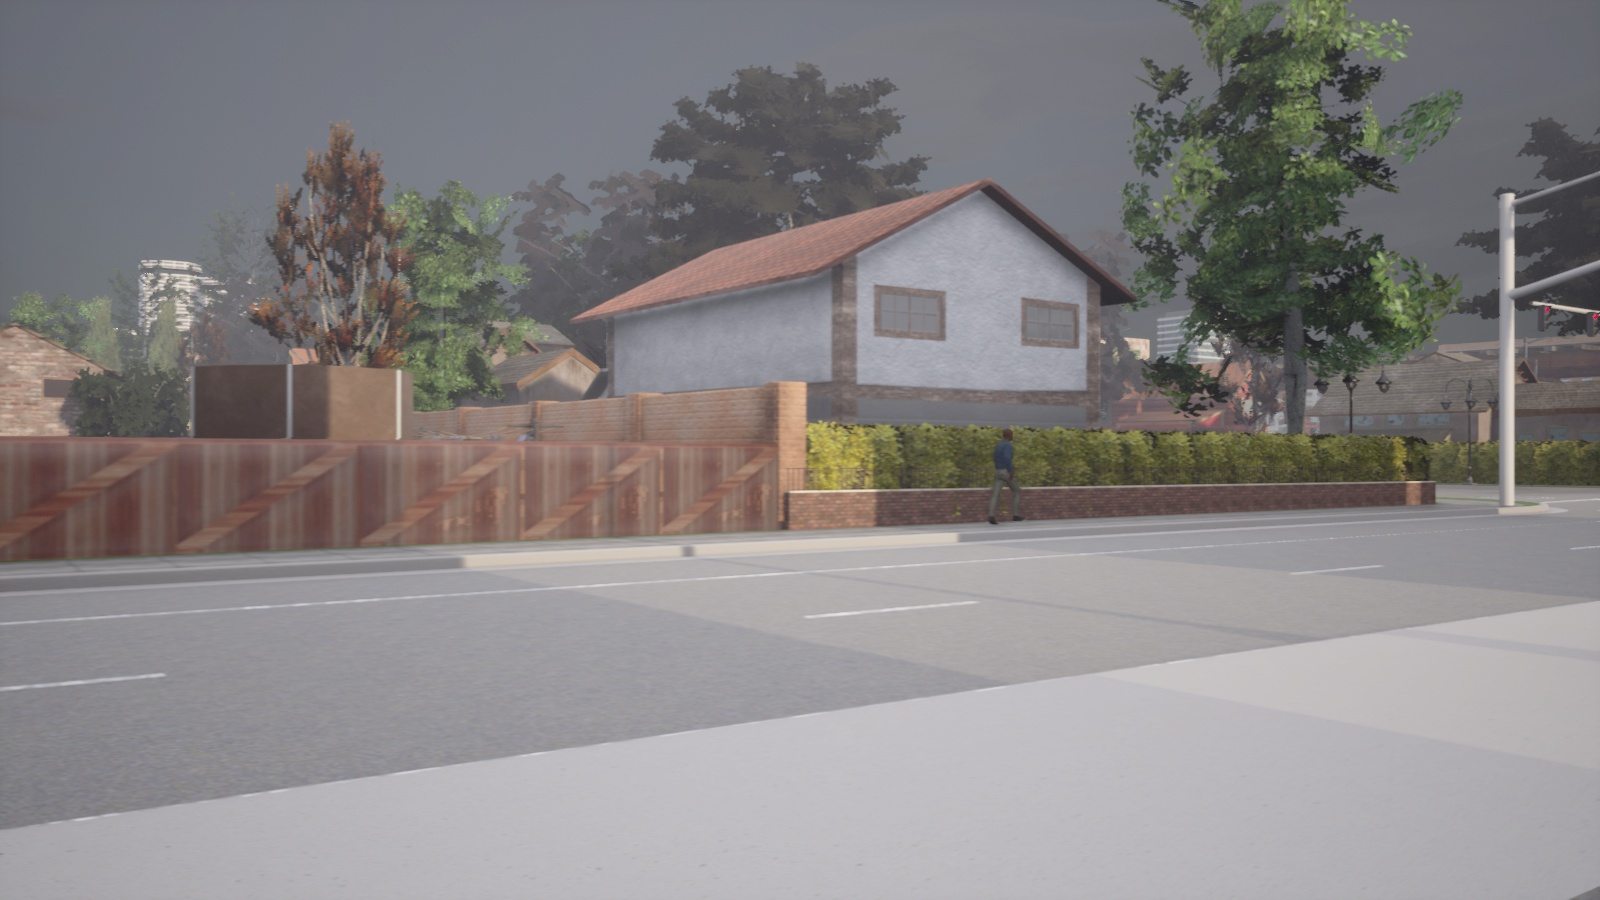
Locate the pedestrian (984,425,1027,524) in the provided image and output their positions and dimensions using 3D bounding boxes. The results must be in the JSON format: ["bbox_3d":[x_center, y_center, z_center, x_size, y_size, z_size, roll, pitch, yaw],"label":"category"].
[{"bbox_3d":[3.864,0.450,23.591,0.726,1.835,0.370,0,0,-34],"label":"pedestrian"}]
